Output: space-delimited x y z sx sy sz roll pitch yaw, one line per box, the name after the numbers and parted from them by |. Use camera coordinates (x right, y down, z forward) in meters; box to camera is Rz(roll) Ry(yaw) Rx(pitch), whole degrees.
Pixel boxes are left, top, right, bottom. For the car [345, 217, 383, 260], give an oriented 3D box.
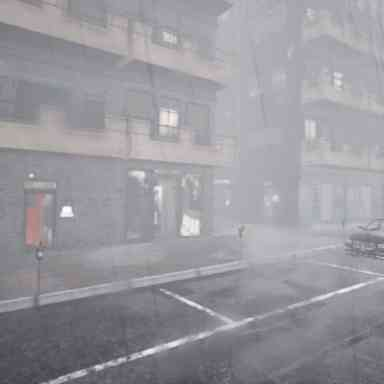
7.077 1.548 11.555 4.403 1.369 2.008 0 1 -35 | car
